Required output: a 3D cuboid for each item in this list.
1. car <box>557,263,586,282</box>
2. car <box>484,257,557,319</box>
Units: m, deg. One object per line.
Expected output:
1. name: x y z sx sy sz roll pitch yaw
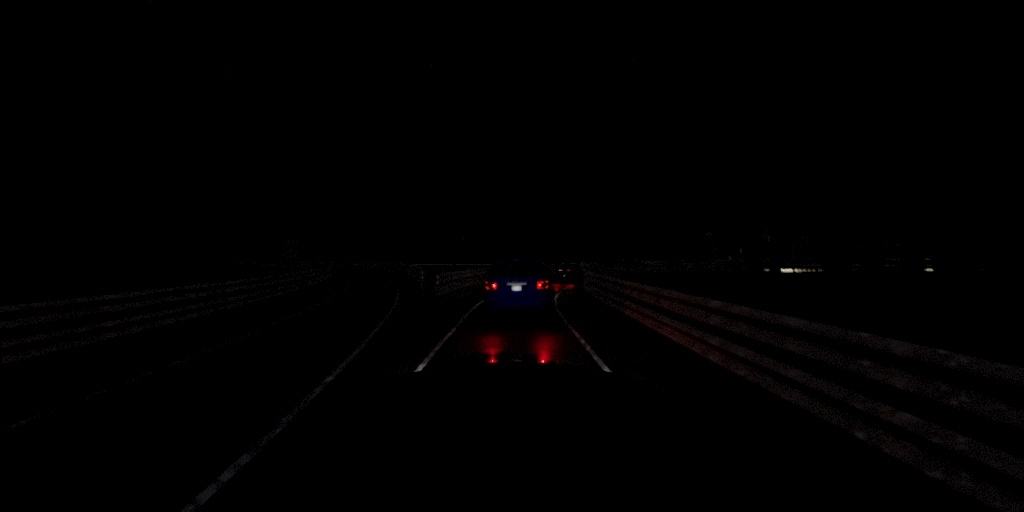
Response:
1. car: 5.333 1.366 30.710 2.128 1.511 4.902 -1 -1 28
2. car: 0.272 1.048 13.333 2.150 2.045 5.566 -1 0 3
